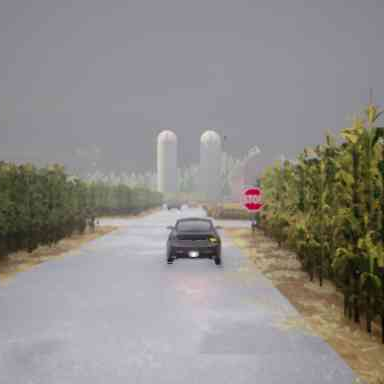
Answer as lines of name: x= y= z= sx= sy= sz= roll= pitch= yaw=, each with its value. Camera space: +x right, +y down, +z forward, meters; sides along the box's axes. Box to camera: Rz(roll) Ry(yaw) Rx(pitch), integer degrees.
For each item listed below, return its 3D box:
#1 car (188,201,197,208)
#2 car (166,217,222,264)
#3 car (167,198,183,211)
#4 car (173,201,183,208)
car: x=0.141 y=2.548 z=67.814 sx=1.882 sy=1.535 sz=5.008 roll=0 pitch=-1 yaw=0
car: x=0.081 y=1.714 z=12.710 sx=1.837 sy=1.490 sz=4.892 roll=0 pitch=-1 yaw=1
car: x=-3.038 y=2.109 z=56.461 sx=2.150 sy=2.045 sz=5.566 roll=0 pitch=-1 yaw=1
car: x=-2.951 y=2.615 z=71.634 sx=1.994 sy=1.385 sz=4.181 roll=0 pitch=-1 yaw=0
